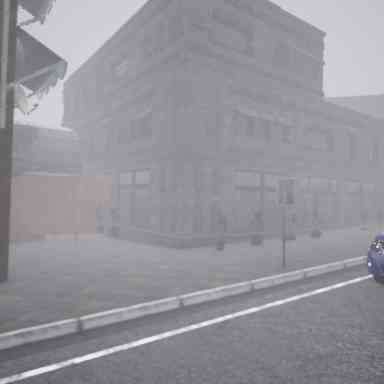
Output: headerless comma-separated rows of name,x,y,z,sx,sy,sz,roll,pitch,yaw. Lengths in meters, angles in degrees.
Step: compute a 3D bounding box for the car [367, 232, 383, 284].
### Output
car,6.781,1.277,8.544,5.566,2.045,2.150,0,0,-36
